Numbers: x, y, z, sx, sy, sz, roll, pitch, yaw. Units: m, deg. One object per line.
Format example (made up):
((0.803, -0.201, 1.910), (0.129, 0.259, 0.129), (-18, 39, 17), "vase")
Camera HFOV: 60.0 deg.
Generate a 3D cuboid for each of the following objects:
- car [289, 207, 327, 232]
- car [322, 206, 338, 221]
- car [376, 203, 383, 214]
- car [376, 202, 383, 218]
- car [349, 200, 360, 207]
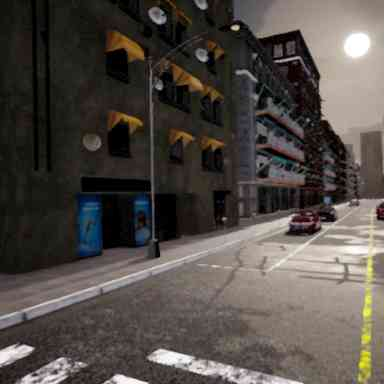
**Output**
((7.878, 1.963, 22.893), (1.802, 1.307, 4.206), (-2, -2, 29), "car")
((13.295, 2.078, 32.812), (1.947, 1.339, 4.313), (-2, -2, 29), "car")
((25.357, 2.163, 43.781), (1.895, 1.301, 4.718), (-2, -1, 29), "car")
((20.464, 1.791, 34.728), (2.097, 1.767, 4.553), (-2, -1, 29), "car")
((37.671, 2.561, 77.448), (1.967, 1.590, 4.097), (-2, -2, 29), "car")
